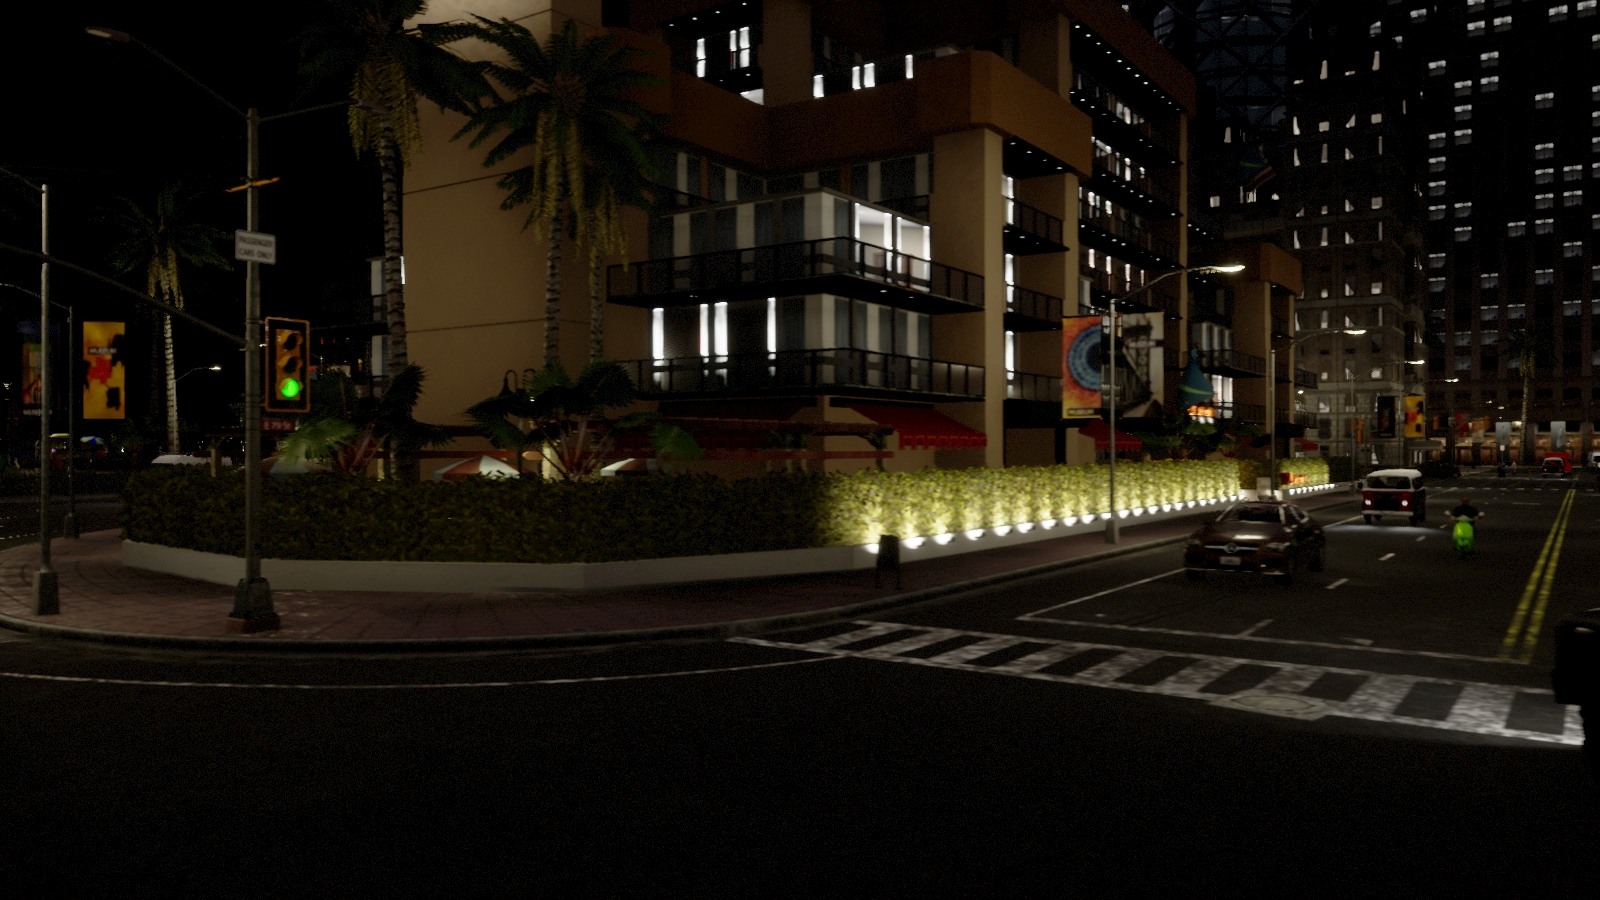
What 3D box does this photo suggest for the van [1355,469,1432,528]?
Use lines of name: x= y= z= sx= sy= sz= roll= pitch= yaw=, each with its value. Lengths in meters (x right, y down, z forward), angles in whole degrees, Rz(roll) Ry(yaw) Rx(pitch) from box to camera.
van: x=22.707 y=1.783 z=43.629 sx=2.069 sy=2.038 sz=4.480 roll=0 pitch=0 yaw=35

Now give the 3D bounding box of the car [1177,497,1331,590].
car: x=10.302 y=1.992 z=25.661 sx=2.152 sy=1.651 sz=5.027 roll=0 pitch=0 yaw=34

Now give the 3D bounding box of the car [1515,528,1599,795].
car: x=7.826 y=1.753 z=7.227 sx=2.390 sy=2.098 sz=6.274 roll=0 pitch=0 yaw=-4
